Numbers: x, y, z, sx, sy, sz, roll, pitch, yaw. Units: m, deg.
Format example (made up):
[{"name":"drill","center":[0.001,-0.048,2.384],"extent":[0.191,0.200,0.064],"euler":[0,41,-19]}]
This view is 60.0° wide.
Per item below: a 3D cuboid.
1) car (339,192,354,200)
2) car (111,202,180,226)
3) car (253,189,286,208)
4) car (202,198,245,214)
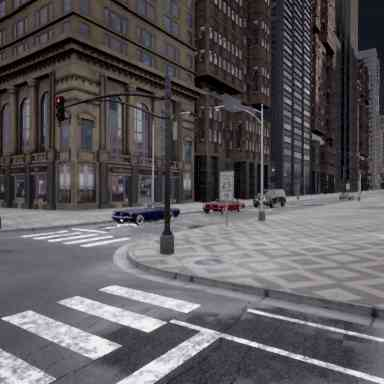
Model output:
[{"name":"car","center":[27.091,0.683,58.143],"extent":[2.033,1.411,5.357],"euler":[0,1,33]},{"name":"car","center":[-2.908,1.350,21.583],"extent":[1.895,1.301,4.718],"euler":[0,1,36]},{"name":"car","center":[9.035,0.696,38.323],"extent":[2.150,2.045,5.566],"euler":[0,1,36]},{"name":"car","center":[2.895,1.217,29.716],"extent":[1.895,1.301,4.718],"euler":[0,1,35]}]
